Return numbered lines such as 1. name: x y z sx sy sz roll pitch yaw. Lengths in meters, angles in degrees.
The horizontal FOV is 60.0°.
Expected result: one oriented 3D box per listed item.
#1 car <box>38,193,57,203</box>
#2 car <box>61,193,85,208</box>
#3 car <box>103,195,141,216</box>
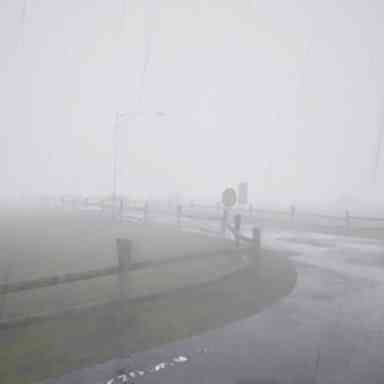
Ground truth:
1. car: -22.684 0.908 52.118 2.033 1.411 5.357 2 0 -36
2. car: -14.471 0.942 40.873 2.097 1.767 4.553 2 -1 -36
3. car: -6.302 1.121 29.680 2.097 1.767 4.553 2 -1 -36
